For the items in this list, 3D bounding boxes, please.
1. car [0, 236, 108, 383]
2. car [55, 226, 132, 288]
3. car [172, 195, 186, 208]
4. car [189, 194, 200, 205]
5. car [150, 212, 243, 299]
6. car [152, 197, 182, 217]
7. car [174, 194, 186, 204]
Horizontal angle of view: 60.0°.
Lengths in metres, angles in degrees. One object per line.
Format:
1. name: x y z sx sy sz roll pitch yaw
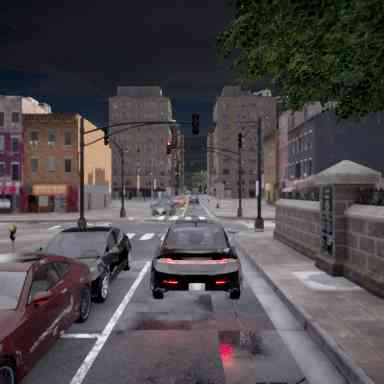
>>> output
1. car: -2.631 1.581 4.565 1.802 1.307 4.206 0 0 0
2. car: -2.627 1.565 8.228 1.947 1.339 4.313 0 0 0
3. car: -2.234 1.339 48.407 2.097 1.767 4.553 0 0 0
4. car: 0.360 1.509 60.437 1.812 1.442 4.674 0 0 0
5. car: 0.095 1.491 8.405 2.128 1.511 4.902 0 0 0
6. car: -2.544 1.483 31.475 2.128 1.511 4.902 0 0 5
7. car: -2.197 1.334 62.898 2.097 1.767 4.553 0 0 0
